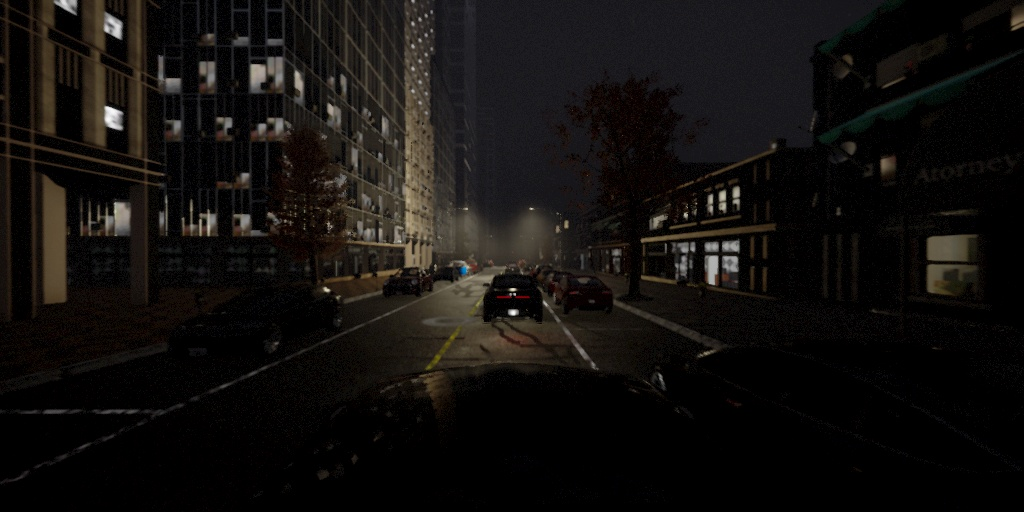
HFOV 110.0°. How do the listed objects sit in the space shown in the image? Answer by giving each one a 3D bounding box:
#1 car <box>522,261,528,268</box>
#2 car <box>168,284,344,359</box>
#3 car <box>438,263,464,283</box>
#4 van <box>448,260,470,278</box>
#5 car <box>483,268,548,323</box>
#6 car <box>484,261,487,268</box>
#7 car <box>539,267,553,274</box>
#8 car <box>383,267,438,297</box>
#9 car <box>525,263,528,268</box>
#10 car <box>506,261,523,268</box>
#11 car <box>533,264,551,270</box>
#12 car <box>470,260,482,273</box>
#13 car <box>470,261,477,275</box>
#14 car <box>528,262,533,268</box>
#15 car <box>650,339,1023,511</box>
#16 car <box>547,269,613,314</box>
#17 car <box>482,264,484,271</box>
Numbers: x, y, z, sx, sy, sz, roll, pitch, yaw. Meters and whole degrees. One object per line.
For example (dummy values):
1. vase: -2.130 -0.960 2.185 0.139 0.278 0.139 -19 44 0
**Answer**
1. car: 2.680 1.793 53.744 1.948 1.339 4.313 0 0 0
2. car: -5.659 1.379 8.647 1.948 1.339 4.313 0 0 0
3. car: -5.664 1.584 31.223 1.948 1.339 4.313 0 0 0
4. van: -5.668 1.412 36.866 1.690 1.789 3.998 0 0 0
5. car: 0.024 1.354 12.555 1.837 1.490 4.892 0 0 0
6. car: -5.702 1.846 59.442 1.948 1.339 4.313 0 0 0
7. car: 2.686 1.497 19.882 1.802 1.307 4.207 0 0 0
8. car: -5.661 1.355 19.935 1.967 1.591 4.097 0 0 0
9. car: 2.683 1.636 36.813 1.948 1.339 4.313 0 0 0
10. car: 0.092 1.758 50.186 1.994 1.385 4.181 0 -1 0
11. car: 2.685 1.492 25.695 1.751 1.417 4.829 0 0 0
12. car: -5.708 1.490 48.154 2.192 1.841 5.009 0 0 0
13. car: -5.682 1.673 42.511 2.007 1.370 4.403 0 0 0
14. car: 2.684 1.458 31.169 1.967 1.591 4.097 0 0 0
15. car: 2.690 1.327 2.950 1.948 1.339 4.313 0 0 0
16. car: 2.687 1.409 14.238 1.888 1.381 4.507 0 0 0
17. car: -5.705 1.810 53.798 1.802 1.307 4.207 0 0 0
